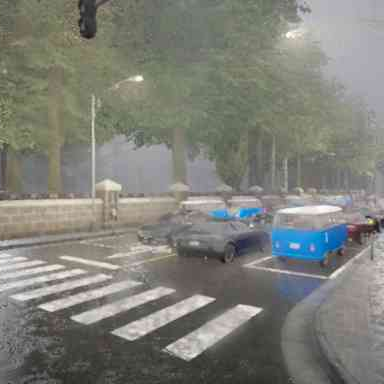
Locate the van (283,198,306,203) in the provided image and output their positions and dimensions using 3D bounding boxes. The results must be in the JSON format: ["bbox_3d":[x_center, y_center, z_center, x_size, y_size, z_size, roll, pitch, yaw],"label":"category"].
[{"bbox_3d":[10.697,1.503,34.810,1.690,1.788,3.998,0,0,36],"label":"van"}]

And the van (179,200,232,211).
[{"bbox_3d":[0.655,1.443,21.126,1.690,1.788,3.998,0,0,36],"label":"van"}]

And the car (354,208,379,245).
[{"bbox_3d":[7.535,1.634,16.089,1.887,1.381,4.507,0,0,36],"label":"car"}]

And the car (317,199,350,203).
[{"bbox_3d":[15.998,1.776,37.628,1.895,1.301,4.718,0,0,37],"label":"car"}]

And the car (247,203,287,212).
[{"bbox_3d":[6.134,1.721,24.244,1.895,1.301,4.718,0,0,36],"label":"car"}]

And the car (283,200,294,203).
[{"bbox_3d":[7.350,1.688,30.247,1.887,1.381,4.507,0,0,36],"label":"car"}]

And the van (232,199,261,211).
[{"bbox_3d":[4.002,1.464,25.687,1.690,1.788,3.998,0,0,36],"label":"van"}]

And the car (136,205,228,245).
[{"bbox_3d":[-0.464,1.582,15.272,1.837,1.490,4.892,0,0,35],"label":"car"}]

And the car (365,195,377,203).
[{"bbox_3d":[40.823,1.595,75.863,2.192,1.841,5.009,0,0,36],"label":"car"}]

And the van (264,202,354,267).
[{"bbox_3d":[4.185,1.408,11.527,1.690,1.788,3.998,0,0,36],"label":"van"}]

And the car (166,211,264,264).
[{"bbox_3d":[1.266,1.631,12.295,1.994,1.385,4.181,0,0,36],"label":"car"}]

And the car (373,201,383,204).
[{"bbox_3d":[17.581,1.731,29.779,1.802,1.307,4.206,0,0,36],"label":"car"}]

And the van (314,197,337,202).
[{"bbox_3d":[17.392,1.537,43.933,1.690,1.788,3.998,0,0,36],"label":"van"}]

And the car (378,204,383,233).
[{"bbox_3d":[10.883,1.676,20.652,1.947,1.339,4.313,0,0,36],"label":"car"}]

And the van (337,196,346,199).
[{"bbox_3d":[20.739,1.552,48.494,1.690,1.788,3.998,0,0,36],"label":"van"}]

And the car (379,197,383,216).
[{"bbox_3d":[20.929,1.482,34.344,2.192,1.841,5.009,0,0,36],"label":"car"}]

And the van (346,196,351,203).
[{"bbox_3d":[24.087,1.566,53.056,1.690,1.788,3.998,0,0,36],"label":"van"}]
